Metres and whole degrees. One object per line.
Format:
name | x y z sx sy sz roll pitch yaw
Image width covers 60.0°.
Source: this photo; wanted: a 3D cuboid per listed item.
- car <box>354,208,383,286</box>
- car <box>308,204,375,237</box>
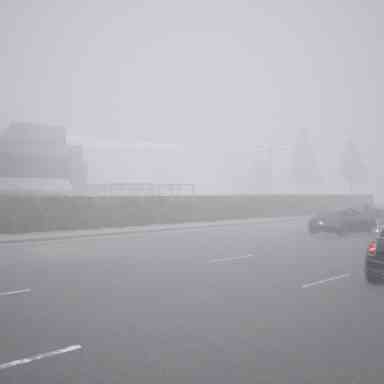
car | 6.290 1.352 8.225 4.553 1.767 2.097 0 0 -35
car | 8.239 1.564 18.207 4.181 1.385 1.994 0 0 -35
